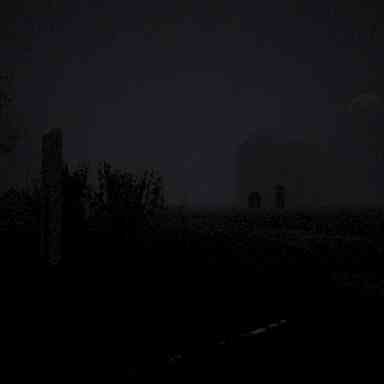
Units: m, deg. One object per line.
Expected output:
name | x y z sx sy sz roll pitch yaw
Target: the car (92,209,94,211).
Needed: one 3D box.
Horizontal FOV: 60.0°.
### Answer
car | -13.604 2.164 48.443 1.994 1.385 4.181 1 -1 -34
